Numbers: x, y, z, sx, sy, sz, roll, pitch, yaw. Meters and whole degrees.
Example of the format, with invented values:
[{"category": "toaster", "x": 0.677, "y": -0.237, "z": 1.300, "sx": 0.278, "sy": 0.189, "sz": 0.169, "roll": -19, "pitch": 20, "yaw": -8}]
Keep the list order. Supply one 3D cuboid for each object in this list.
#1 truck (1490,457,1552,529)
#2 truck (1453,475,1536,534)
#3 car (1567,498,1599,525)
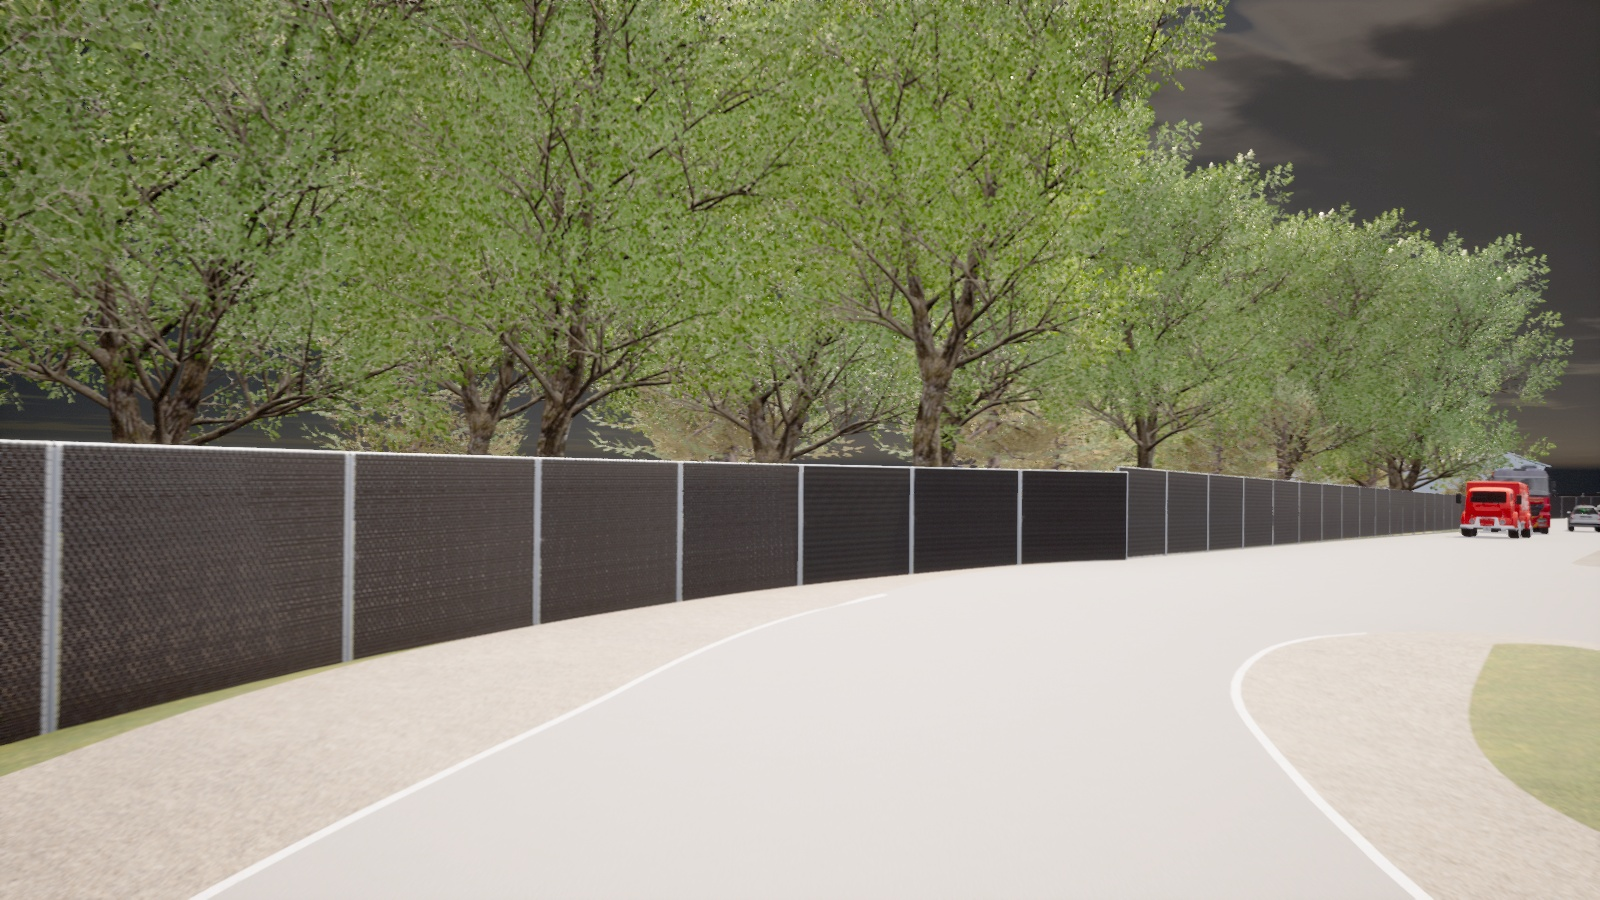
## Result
[{"category": "truck", "x": 40.746, "y": 2.438, "z": 71.006, "sx": 2.891, "sy": 3.827, "sz": 8.468, "roll": 0, "pitch": -2, "yaw": 30}, {"category": "truck", "x": 30.765, "y": 2.388, "z": 55.550, "sx": 2.627, "sy": 2.467, "sz": 5.204, "roll": -1, "pitch": -3, "yaw": 36}, {"category": "car", "x": 49.255, "y": 3.850, "z": 78.769, "sx": 1.851, "sy": 1.617, "sz": 3.988, "roll": 0, "pitch": -2, "yaw": 30}]
